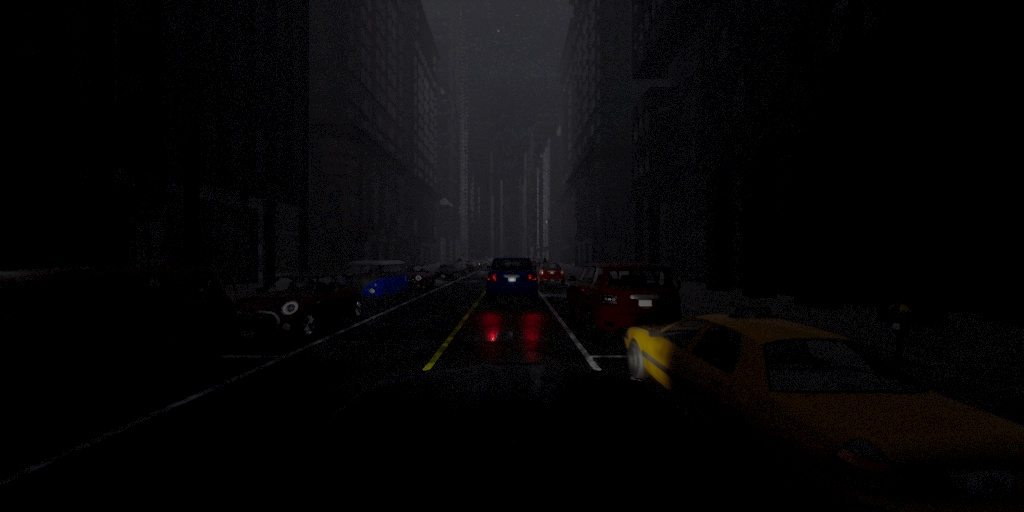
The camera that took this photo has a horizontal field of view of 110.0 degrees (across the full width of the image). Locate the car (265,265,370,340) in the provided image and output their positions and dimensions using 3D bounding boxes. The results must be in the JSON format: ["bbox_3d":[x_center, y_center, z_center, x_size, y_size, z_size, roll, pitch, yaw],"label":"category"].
[{"bbox_3d":[-5.762,1.188,9.815,1.967,1.591,4.097,0,0,0],"label":"car"}]

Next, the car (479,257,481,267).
[{"bbox_3d":[-5.762,1.306,54.628,2.007,1.370,4.403,0,0,0],"label":"car"}]

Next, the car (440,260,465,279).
[{"bbox_3d":[-5.762,1.317,32.221,1.948,1.339,4.313,0,0,0],"label":"car"}]

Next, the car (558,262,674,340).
[{"bbox_3d":[2.763,1.063,9.816,2.192,1.841,5.009,0,0,0],"label":"car"}]

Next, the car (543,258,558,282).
[{"bbox_3d":[2.763,1.190,26.623,1.967,1.591,4.097,0,0,0],"label":"car"}]

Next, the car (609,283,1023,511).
[{"bbox_3d":[2.763,1.273,4.384,1.751,1.417,4.829,0,0,0],"label":"car"}]

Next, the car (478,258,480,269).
[{"bbox_3d":[-5.762,1.280,48.857,1.751,1.417,4.829,0,0,0],"label":"car"}]

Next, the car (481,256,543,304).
[{"bbox_3d":[0.000,1.008,16.530,2.150,2.045,5.566,0,0,0],"label":"car"}]

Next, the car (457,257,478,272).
[{"bbox_3d":[-5.762,1.068,43.425,2.192,1.841,5.009,0,0,0],"label":"car"}]

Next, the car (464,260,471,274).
[{"bbox_3d":[-5.762,1.334,37.823,1.802,1.307,4.207,0,0,0],"label":"car"}]

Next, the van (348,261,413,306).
[{"bbox_3d":[-5.762,1.089,15.416,1.690,1.789,3.998,0,0,0],"label":"van"}]

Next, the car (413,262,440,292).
[{"bbox_3d":[-5.762,1.189,21.018,1.967,1.591,4.097,0,0,0],"label":"car"}]

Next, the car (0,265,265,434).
[{"bbox_3d":[-5.762,1.062,4.212,2.192,1.841,5.009,0,0,0],"label":"car"}]
